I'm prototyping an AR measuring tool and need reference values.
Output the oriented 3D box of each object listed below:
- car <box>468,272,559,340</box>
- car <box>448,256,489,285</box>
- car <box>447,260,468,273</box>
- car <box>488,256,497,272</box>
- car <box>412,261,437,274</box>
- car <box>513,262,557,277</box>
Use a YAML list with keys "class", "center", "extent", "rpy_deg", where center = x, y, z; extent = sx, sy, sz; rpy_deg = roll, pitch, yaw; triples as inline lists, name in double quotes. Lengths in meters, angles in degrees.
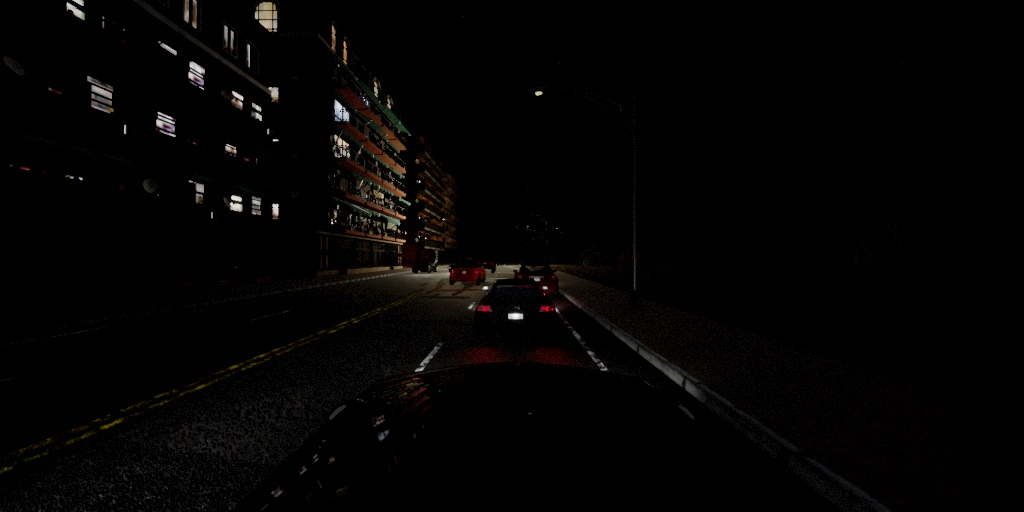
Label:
- class: "car"
  center: [0.096, 1.315, 9.999]
  extent: [1.994, 1.385, 4.181]
  rpy_deg: [0, 0, 0]
- class: "car"
  center: [-3.153, 1.108, 26.405]
  extent: [2.097, 1.767, 4.553]
  rpy_deg: [0, 0, 2]
- class: "car"
  center: [-6.588, 1.256, 43.555]
  extent: [1.837, 1.490, 4.892]
  rpy_deg: [0, 0, 0]
- class: "car"
  center: [-3.137, 0.974, 44.154]
  extent: [2.150, 2.045, 5.566]
  rpy_deg: [0, 0, 0]
- class: "car"
  center: [-9.840, 1.298, 40.810]
  extent: [2.033, 1.411, 5.357]
  rpy_deg: [0, 0, 0]
- class: "car"
  center: [1.141, 1.103, 18.579]
  extent: [2.097, 1.767, 4.553]
  rpy_deg: [0, 0, 0]
